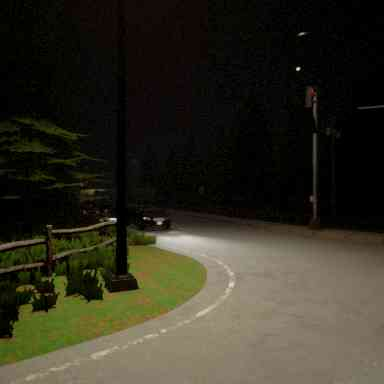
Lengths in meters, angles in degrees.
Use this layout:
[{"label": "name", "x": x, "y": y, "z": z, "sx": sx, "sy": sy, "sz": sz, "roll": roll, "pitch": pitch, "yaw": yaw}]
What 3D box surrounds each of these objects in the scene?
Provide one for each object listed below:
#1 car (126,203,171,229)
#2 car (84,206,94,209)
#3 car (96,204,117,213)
[{"label": "car", "x": -2.865, "y": 1.465, "z": 20.681, "sx": 2.128, "sy": 1.511, "sz": 4.902, "roll": 0, "pitch": 0, "yaw": -26}, {"label": "car", "x": -12.368, "y": 1.451, "z": 41.755, "sx": 1.882, "sy": 1.535, "sz": 5.008, "roll": 0, "pitch": 0, "yaw": -24}, {"label": "car", "x": -7.115, "y": 1.537, "z": 29.960, "sx": 1.994, "sy": 1.385, "sz": 4.181, "roll": 0, "pitch": 0, "yaw": -24}]
